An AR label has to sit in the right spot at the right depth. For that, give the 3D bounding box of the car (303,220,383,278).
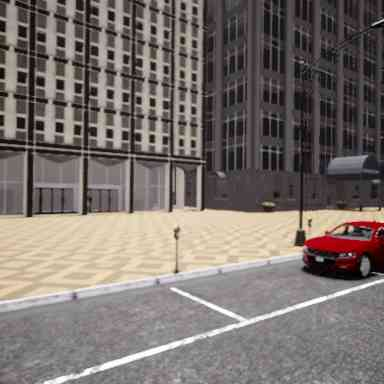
[{"bbox_3d":[5.303,1.597,10.332,4.507,1.381,1.887,0,0,-35],"label":"car"}]
